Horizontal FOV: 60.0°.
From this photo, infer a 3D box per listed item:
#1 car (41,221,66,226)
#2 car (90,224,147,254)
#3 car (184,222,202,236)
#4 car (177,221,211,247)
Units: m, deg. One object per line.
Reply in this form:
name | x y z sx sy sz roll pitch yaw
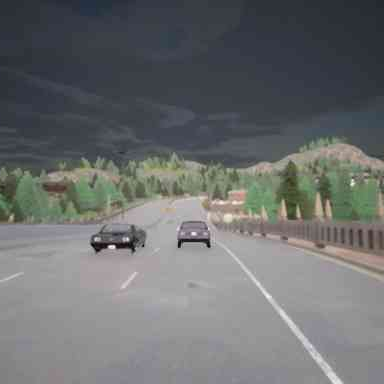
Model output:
car | -13.994 3.669 33.208 2.128 1.511 4.902 0 -6 0
car | -3.397 2.208 16.332 1.895 1.301 4.718 0 -4 0
car | 0.106 4.181 38.298 1.837 1.490 4.892 0 -5 0
car | 0.104 2.398 19.456 2.033 1.411 5.357 0 -5 0
